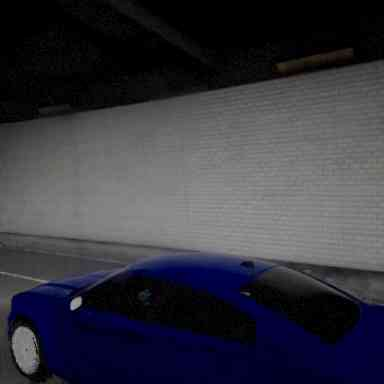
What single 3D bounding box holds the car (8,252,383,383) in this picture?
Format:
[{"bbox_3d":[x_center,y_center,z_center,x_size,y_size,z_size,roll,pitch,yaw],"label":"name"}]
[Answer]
[{"bbox_3d":[-0.126,1.459,3.813,5.008,1.535,1.882,0,0,34],"label":"car"}]
